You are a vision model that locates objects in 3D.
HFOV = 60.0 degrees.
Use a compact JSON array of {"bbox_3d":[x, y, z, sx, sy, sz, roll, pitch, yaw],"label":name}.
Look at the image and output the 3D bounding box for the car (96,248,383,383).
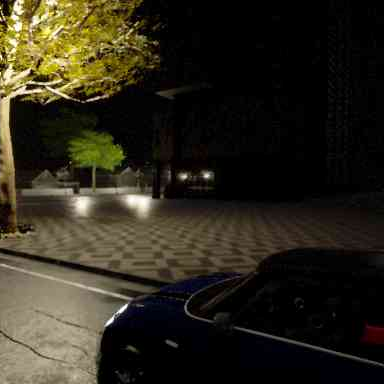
[{"bbox_3d":[1.172,1.351,3.155,4.553,1.767,2.097,0,0,36],"label":"car"}]
